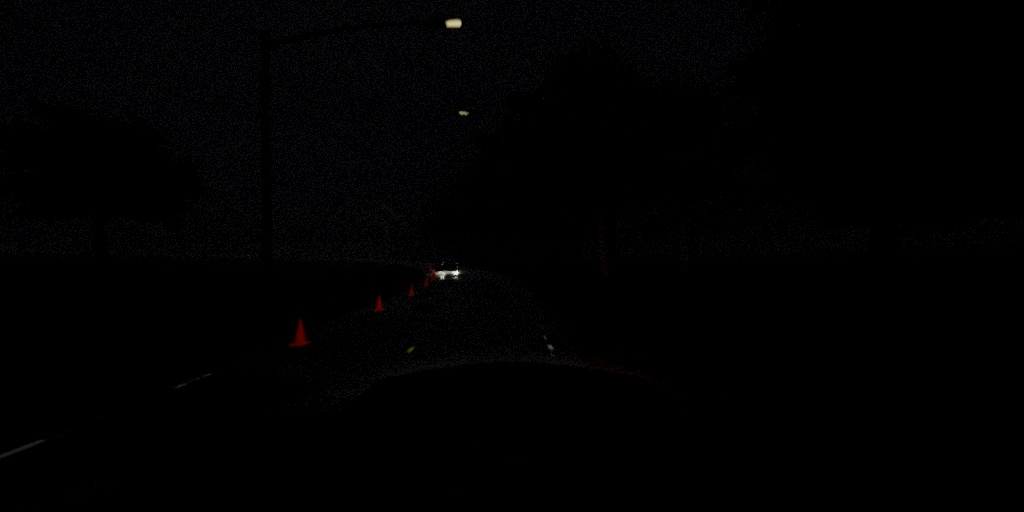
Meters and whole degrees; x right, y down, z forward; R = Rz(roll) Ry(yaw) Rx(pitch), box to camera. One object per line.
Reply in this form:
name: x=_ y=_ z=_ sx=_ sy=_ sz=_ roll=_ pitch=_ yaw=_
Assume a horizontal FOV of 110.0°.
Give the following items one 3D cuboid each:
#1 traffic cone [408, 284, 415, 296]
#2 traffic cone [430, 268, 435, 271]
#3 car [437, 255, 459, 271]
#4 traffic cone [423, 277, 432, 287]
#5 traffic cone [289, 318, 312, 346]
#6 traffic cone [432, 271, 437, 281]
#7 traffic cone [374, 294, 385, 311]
traffic cone: x=-5.052 y=1.689 z=18.053 sx=0.340 sy=0.580 sz=0.340 roll=0 pitch=0 yaw=-3
traffic cone: x=-7.010 y=1.573 z=32.517 sx=0.340 sy=0.580 sz=0.340 roll=0 pitch=0 yaw=-12
car: x=-7.805 y=0.807 z=43.242 sx=2.097 sy=1.767 sz=4.553 roll=-1 pitch=1 yaw=-19
traffic cone: x=-5.467 y=1.659 z=22.905 sx=0.340 sy=0.580 sz=0.340 roll=0 pitch=0 yaw=-6
traffic cone: x=-4.845 y=1.726 z=8.224 sx=0.340 sy=0.580 sz=0.340 roll=0 pitch=0 yaw=7
traffic cone: x=-6.120 y=1.620 z=27.731 sx=0.340 sy=0.580 sz=0.340 roll=0 pitch=0 yaw=-9
traffic cone: x=-4.877 y=1.711 z=13.186 sx=0.340 sy=0.580 sz=0.340 roll=0 pitch=0 yaw=-1
